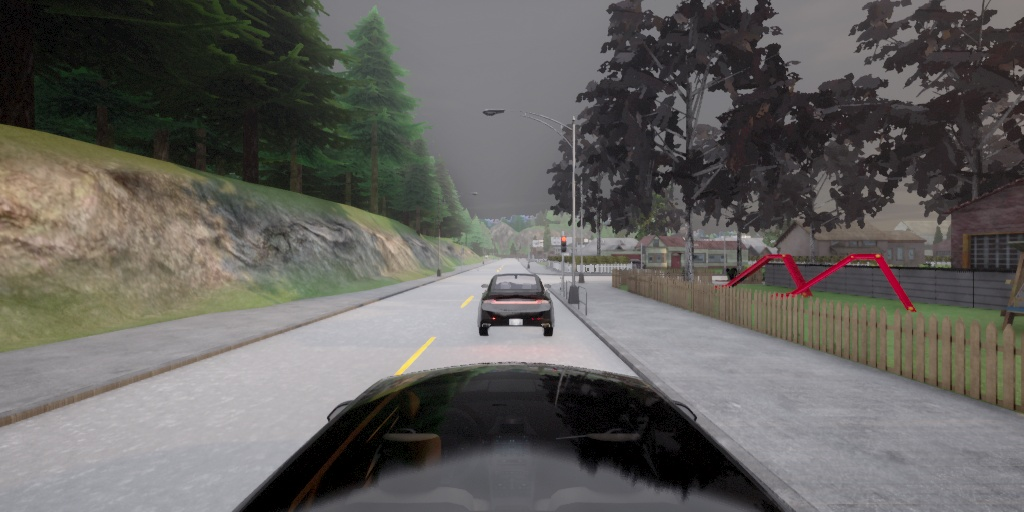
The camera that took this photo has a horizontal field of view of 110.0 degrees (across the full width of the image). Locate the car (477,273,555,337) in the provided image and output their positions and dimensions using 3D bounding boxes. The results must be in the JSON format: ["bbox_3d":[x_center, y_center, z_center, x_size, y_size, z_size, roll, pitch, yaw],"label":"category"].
[{"bbox_3d":[0.116,1.242,10.307,2.128,1.511,4.902,0,0,1],"label":"car"}]
